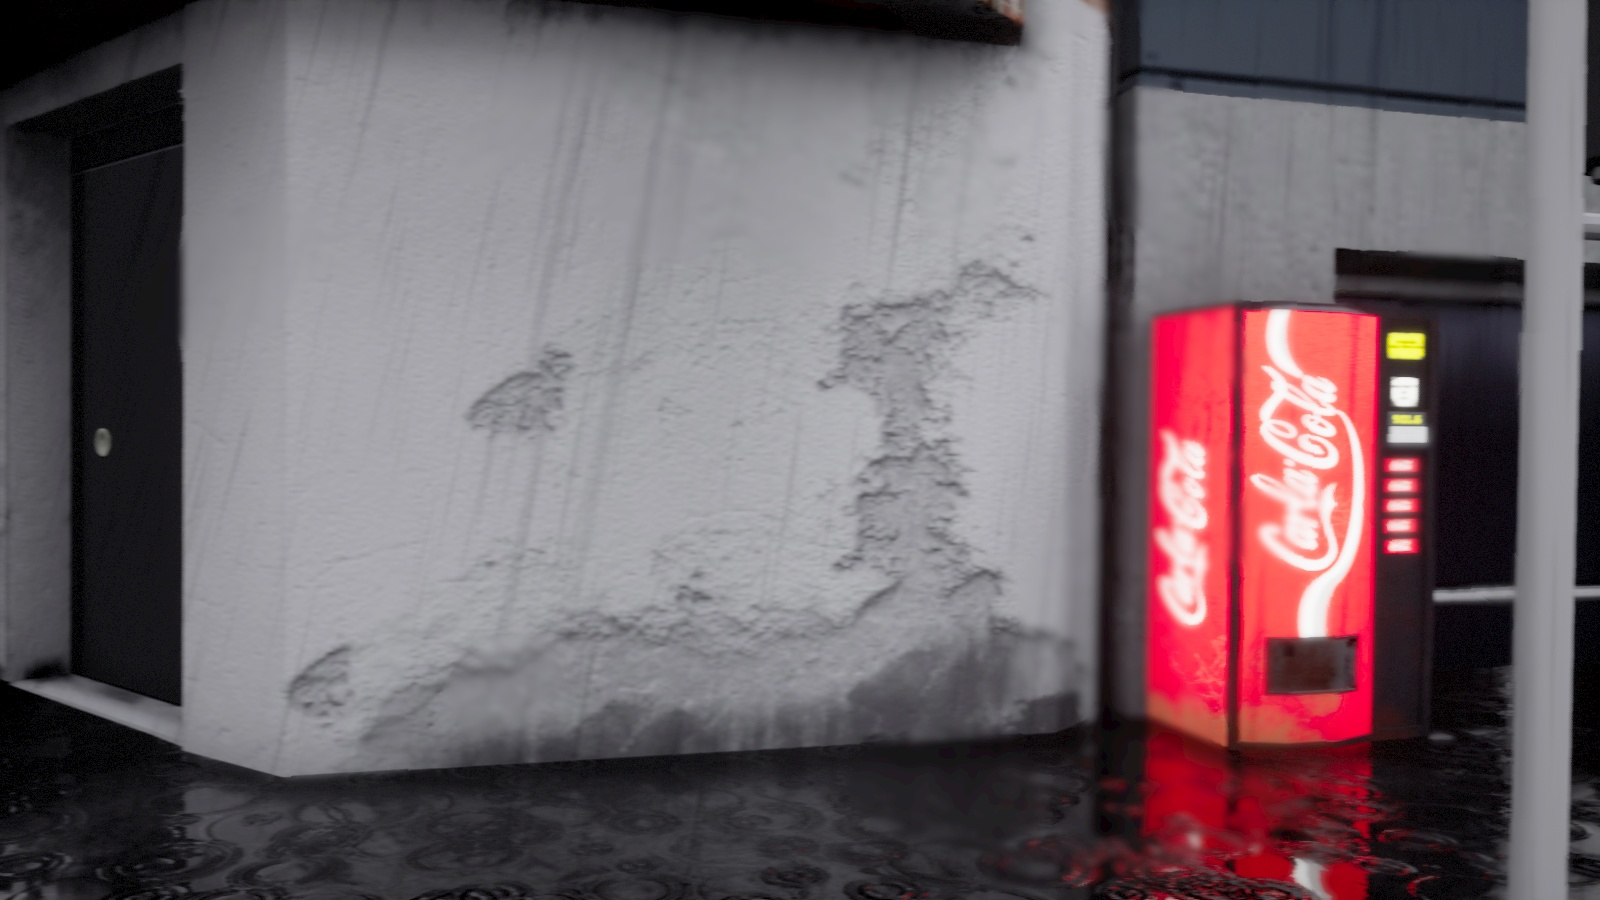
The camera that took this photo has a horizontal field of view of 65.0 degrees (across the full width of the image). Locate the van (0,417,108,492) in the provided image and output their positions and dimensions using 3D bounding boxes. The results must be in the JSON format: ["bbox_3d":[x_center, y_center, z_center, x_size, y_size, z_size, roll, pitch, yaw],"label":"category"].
[{"bbox_3d":[-22.027,0.095,36.730,2.069,2.038,4.480,-1,1,-15],"label":"van"}]

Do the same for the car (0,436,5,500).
[{"bbox_3d":[-19.872,0.470,28.733,1.789,1.549,3.705,-1,1,-15],"label":"car"}]
